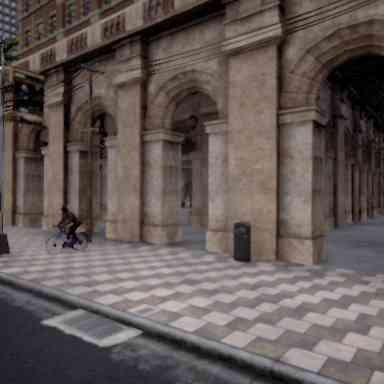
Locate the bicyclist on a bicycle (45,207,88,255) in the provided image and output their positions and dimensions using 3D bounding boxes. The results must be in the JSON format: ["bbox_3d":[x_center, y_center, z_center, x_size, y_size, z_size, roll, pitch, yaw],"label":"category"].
[{"bbox_3d":[-4.310,1.333,11.572,0.582,1.620,1.656,0,-1,37],"label":"bicyclist on a bicycle"}]
